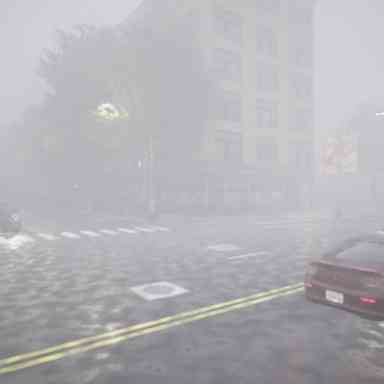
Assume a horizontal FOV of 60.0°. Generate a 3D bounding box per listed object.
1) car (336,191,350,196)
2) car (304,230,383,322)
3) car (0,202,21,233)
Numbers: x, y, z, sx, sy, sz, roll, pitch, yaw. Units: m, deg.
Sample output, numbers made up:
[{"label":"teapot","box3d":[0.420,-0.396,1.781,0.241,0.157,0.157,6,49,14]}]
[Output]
[{"label":"car","box3d":[38.102,1.153,87.585,2.002,1.452,4.674,0,0,-36]},{"label":"car","box3d":[4.175,1.511,6.699,4.674,1.442,1.812,0,0,-35]},{"label":"car","box3d":[-11.068,1.348,18.842,2.097,1.767,4.553,0,0,-34]}]
